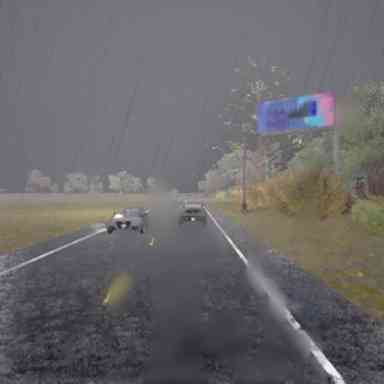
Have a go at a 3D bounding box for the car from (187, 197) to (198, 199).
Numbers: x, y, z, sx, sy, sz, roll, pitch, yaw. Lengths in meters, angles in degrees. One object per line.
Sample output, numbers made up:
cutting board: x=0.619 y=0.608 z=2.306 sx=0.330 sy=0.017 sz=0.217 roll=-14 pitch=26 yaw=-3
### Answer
car: x=0.093 y=1.356 z=42.658 sx=2.097 sy=1.767 sz=4.553 roll=0 pitch=0 yaw=0

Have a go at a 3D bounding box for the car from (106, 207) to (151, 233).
car: x=-3.579 y=1.567 z=19.395 sx=1.994 sy=1.385 sz=4.181 roll=0 pitch=0 yaw=0

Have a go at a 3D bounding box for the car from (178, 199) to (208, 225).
car: x=0.085 y=1.509 z=23.960 sx=1.837 sy=1.490 sz=4.892 roll=0 pitch=0 yaw=0
